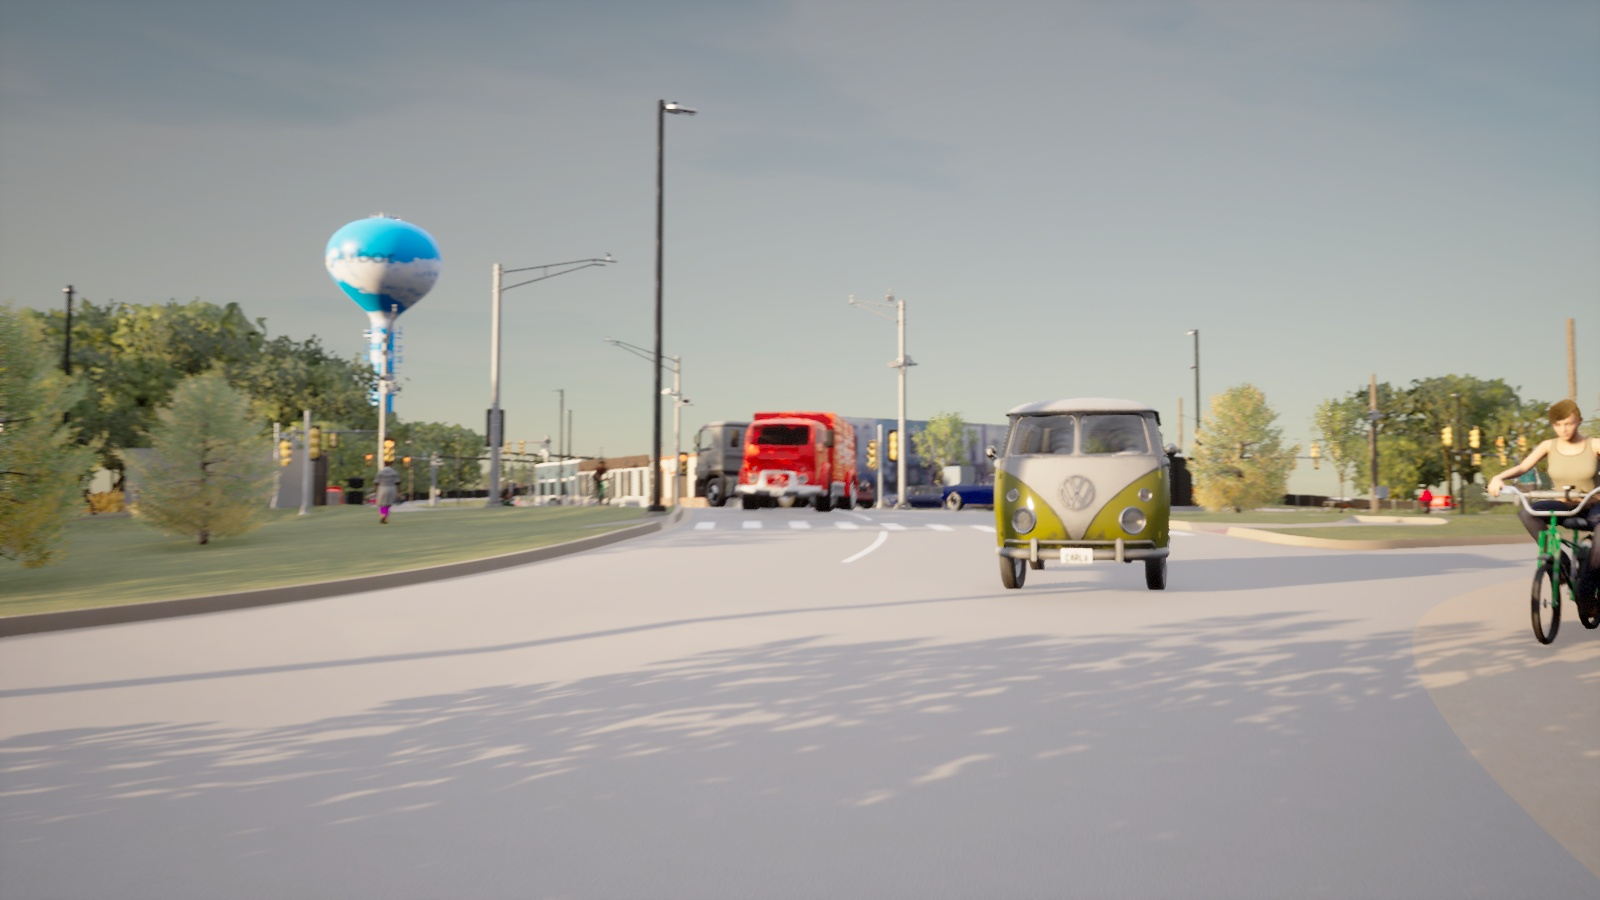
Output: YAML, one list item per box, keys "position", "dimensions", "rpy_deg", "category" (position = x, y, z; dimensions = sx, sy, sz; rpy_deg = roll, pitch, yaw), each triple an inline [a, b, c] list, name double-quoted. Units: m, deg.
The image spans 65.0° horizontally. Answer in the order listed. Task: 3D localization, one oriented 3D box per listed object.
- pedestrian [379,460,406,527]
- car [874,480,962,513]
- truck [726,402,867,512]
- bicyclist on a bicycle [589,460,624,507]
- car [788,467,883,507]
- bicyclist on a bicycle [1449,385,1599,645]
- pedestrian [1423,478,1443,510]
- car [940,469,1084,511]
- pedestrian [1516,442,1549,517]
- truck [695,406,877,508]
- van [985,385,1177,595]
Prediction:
- position: [-12.046, 1.283, 37.107]
  dimensions: [0.659, 1.952, 0.873]
  rpy_deg: [1, -4, -22]
  category: "pedestrian"
- position: [6.684, 2.674, 71.222]
  dimensions: [4.553, 1.767, 2.097]
  rpy_deg: [2, -4, -27]
  category: "car"
- position: [0.043, 0.278, 31.674]
  dimensions: [2.627, 2.467, 5.204]
  rpy_deg: [0, -3, 10]
  category: "truck"
- position: [-6.799, 1.195, 44.074]
  dimensions: [0.582, 1.620, 1.656]
  rpy_deg: [2, -3, -32]
  category: "bicyclist on a bicycle"
- position: [1.368, 1.493, 49.450]
  dimensions: [1.970, 1.475, 3.806]
  rpy_deg: [2, -3, -32]
  category: "car"
- position: [5.222, 0.409, 8.586]
  dimensions: [1.509, 1.612, 0.866]
  rpy_deg: [-1, -1, -43]
  category: "bicyclist on a bicycle"
- position: [37.168, 2.602, 73.708]
  dimensions: [0.899, 1.844, 0.634]
  rpy_deg: [2, -4, -32]
  category: "pedestrian"
- position: [6.873, 1.306, 41.120]
  dimensions: [1.895, 1.301, 4.718]
  rpy_deg: [2, -3, -35]
  category: "car"
- position: [19.076, 0.787, 32.706]
  dimensions: [0.692, 1.930, 0.396]
  rpy_deg: [2, -4, -34]
  category: "pedestrian"
- position: [-0.706, 0.415, 46.904]
  dimensions: [2.891, 3.462, 7.936]
  rpy_deg: [2, -3, -34]
  category: "truck"
- position: [3.332, 0.446, 14.270]
  dimensions: [1.775, 1.987, 4.442]
  rpy_deg: [-1, -2, 17]
  category: "van"
